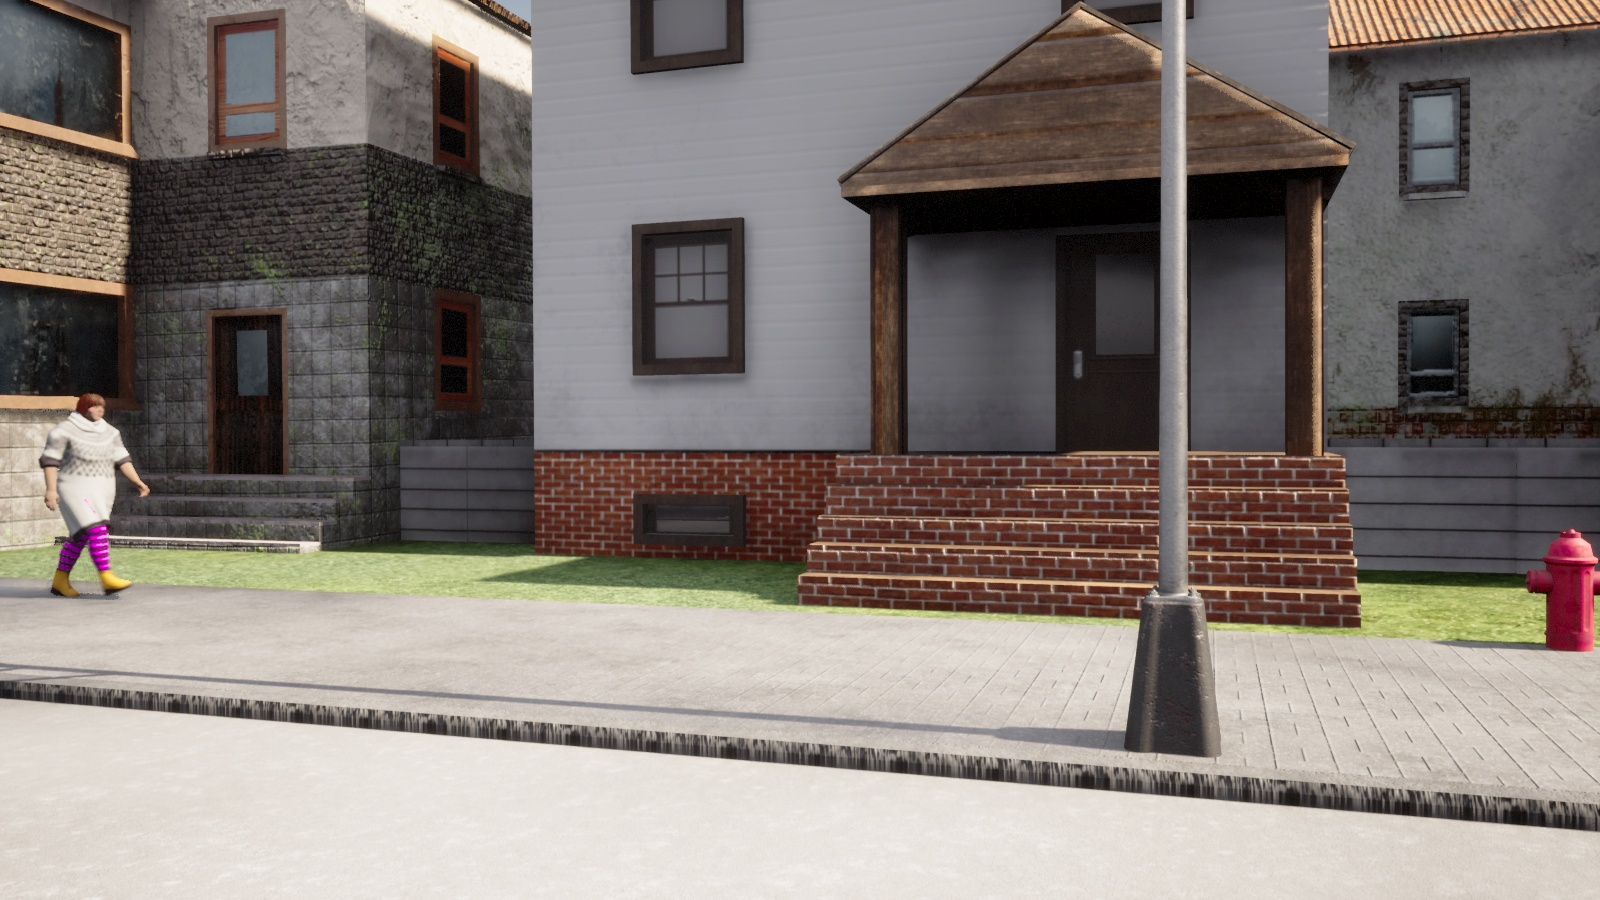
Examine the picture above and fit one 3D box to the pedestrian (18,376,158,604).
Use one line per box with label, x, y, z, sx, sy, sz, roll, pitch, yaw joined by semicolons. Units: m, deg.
pedestrian;-6.326;0.333;11.178;0.873;1.952;0.659;1;1;18
